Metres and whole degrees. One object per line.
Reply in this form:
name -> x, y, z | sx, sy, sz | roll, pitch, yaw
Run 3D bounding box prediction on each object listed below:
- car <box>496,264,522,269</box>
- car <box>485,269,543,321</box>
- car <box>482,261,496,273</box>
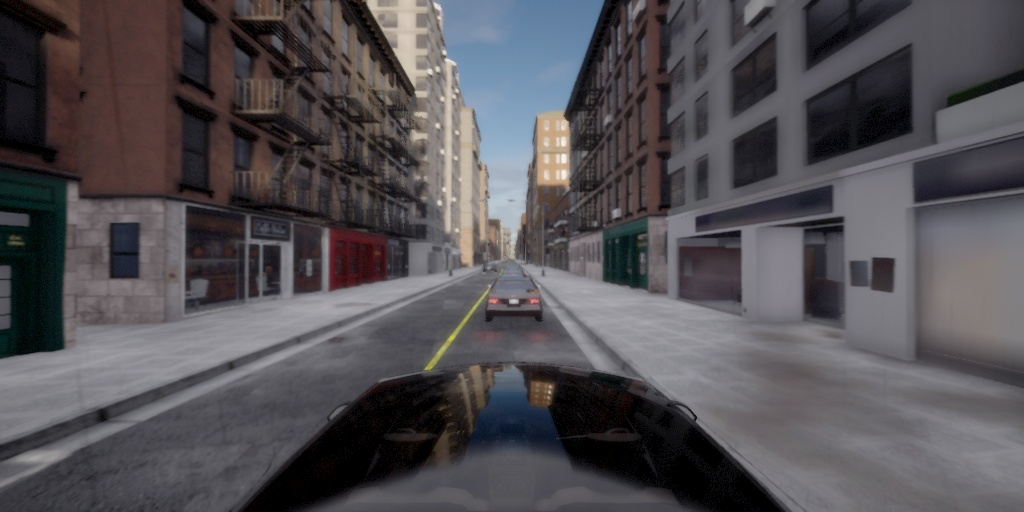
car -> 0.085, 1.439, 27.708 | 2.033, 1.411, 5.357 | 0, 0, 0
car -> 0.073, 1.359, 12.722 | 2.033, 1.411, 5.357 | 0, 0, 0
car -> -3.049, 1.495, 49.602 | 2.128, 1.511, 4.902 | 0, 0, 0
